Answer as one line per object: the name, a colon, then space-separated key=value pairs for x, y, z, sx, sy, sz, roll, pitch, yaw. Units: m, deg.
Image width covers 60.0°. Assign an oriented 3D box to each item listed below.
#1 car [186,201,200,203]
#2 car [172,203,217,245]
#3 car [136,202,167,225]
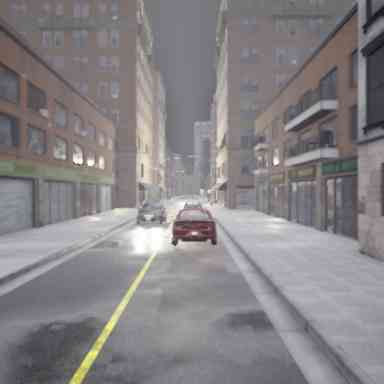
car: x=0.104 y=1.605 z=34.430 sx=1.895 sy=1.301 sz=4.718 roll=0 pitch=0 yaw=0
car: x=0.101 y=1.480 z=15.635 sx=1.882 sy=1.535 sz=5.008 roll=0 pitch=0 yaw=0
car: x=-2.845 y=1.494 z=24.170 sx=2.128 sy=1.511 sz=4.902 roll=0 pitch=0 yaw=0
